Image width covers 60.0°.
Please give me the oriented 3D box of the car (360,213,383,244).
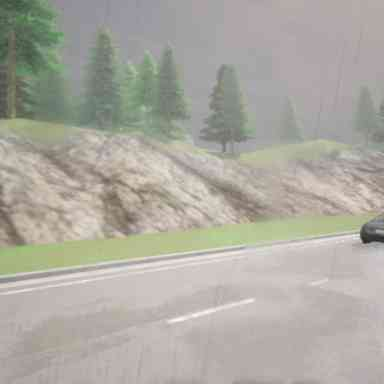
[{"bbox_3d":[9.244,1.564,14.629,4.181,1.385,1.994,0,0,-35],"label":"car"}]
